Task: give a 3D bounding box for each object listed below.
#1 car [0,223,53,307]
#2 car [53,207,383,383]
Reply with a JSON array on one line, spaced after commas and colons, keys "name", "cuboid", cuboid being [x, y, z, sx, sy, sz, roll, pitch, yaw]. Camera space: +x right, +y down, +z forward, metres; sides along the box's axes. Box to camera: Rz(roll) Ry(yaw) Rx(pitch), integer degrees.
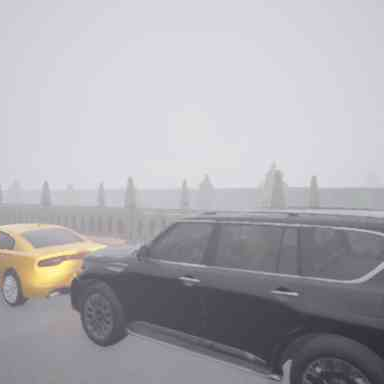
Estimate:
[{"name": "car", "cuboid": [-4.197, 1.509, 8.170, 5.008, 1.535, 1.882, 0, 0, 36]}, {"name": "car", "cuboid": [0.656, 1.235, 4.694, 5.566, 2.045, 2.150, 0, 0, 36]}]
